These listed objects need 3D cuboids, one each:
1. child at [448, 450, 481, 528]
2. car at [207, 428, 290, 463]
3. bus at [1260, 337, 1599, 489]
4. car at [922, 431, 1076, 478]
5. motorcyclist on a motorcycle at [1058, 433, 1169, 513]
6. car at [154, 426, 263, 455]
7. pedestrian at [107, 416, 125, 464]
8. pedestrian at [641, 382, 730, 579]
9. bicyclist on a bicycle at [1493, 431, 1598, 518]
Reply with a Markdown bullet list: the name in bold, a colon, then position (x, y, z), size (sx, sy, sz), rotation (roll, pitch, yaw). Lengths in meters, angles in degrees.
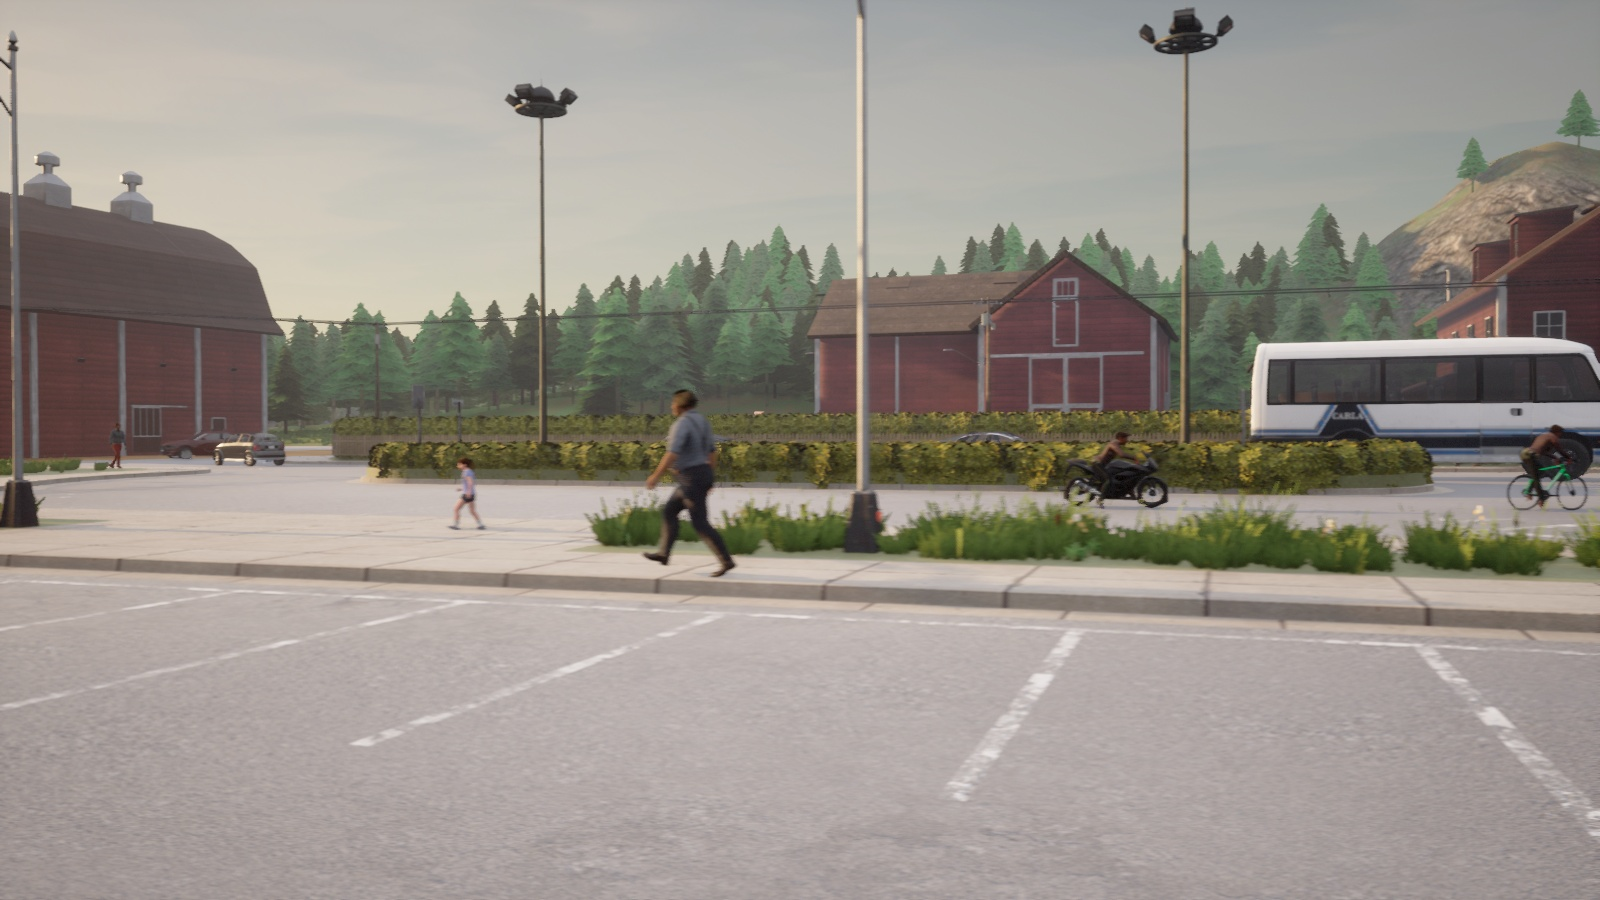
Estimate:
- **child**: position (-4.833, 0.561, 18.112), size (0.394, 1.110, 0.255), rotation (0, 1, 6)
- **car**: position (-25.724, -0.233, 58.549), size (3.705, 1.549, 1.789), rotation (1, 1, 34)
- **bus**: position (19.535, -1.090, 38.290), size (10.273, 4.253, 3.944), rotation (1, 1, 19)
- **car**: position (6.788, 0.124, 42.775), size (4.902, 1.511, 2.128), rotation (0, 1, 19)
- **motorcyclist on a motorcycle**: position (6.176, 0.436, 24.706), size (2.044, 1.523, 0.797), rotation (1, 1, 19)
- **car**: position (-32.324, -0.522, 68.737), size (5.008, 1.535, 1.882), rotation (-1, 1, -45)
- **pedestrian**: position (-26.380, -0.393, 48.459), size (0.614, 1.847, 0.353), rotation (1, 1, 32)
- **pedestrian**: position (-1.107, 0.283, 12.169), size (0.694, 1.848, 0.540), rotation (1, 1, 19)
- **bicyclist on a bicycle**: position (14.054, 0.453, 23.675), size (1.656, 1.620, 0.582), rotation (0, 1, -6)
